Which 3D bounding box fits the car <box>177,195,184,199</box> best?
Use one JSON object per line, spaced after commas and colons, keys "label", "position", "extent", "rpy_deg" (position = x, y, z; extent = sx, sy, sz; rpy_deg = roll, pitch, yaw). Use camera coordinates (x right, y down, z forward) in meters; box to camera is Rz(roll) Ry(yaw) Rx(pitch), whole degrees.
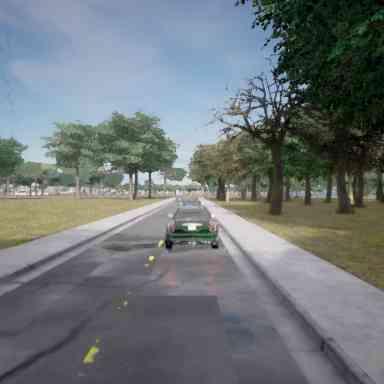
{"label": "car", "position": [0.001, 1.364, 29.620], "extent": [2.097, 1.767, 4.553], "rpy_deg": [0, 0, 0]}

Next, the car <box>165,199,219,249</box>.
{"label": "car", "position": [0.001, 1.364, 14.620], "extent": [2.097, 1.767, 4.553], "rpy_deg": [0, 0, 0]}
